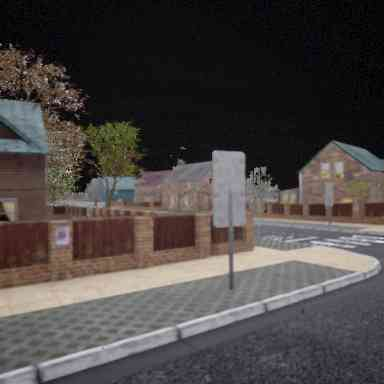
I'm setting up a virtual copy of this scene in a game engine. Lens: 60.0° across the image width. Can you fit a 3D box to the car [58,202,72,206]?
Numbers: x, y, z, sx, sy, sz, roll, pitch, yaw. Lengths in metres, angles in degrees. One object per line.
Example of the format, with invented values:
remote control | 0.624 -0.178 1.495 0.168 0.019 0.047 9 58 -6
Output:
car | -33.241 3.342 88.135 2.033 1.411 5.357 -1 -1 -31
